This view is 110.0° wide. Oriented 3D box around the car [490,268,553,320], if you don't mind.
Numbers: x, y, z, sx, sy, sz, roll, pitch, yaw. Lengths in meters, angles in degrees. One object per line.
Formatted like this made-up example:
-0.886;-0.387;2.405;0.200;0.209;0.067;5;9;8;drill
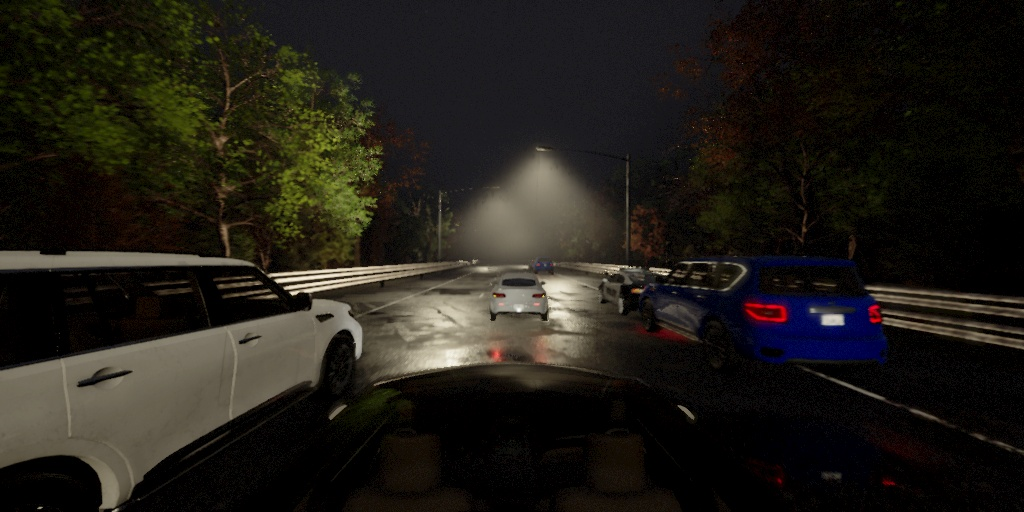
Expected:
0.234;1.315;12.668;1.812;1.442;4.674;0;0;1;car

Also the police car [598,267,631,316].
4.694;1.246;13.931;1.930;1.638;5.238;0;0;1;police car

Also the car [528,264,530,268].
3.493;1.565;55.193;2.033;1.411;5.357;0;0;-1;car

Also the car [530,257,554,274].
3.719;1.166;43.067;2.150;2.045;5.566;0;-1;0;car

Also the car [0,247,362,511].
-3.452;0.965;3.224;2.150;2.045;5.566;0;0;1;car

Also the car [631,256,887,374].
4.626;1.021;7.813;2.150;2.045;5.566;0;0;1;car
